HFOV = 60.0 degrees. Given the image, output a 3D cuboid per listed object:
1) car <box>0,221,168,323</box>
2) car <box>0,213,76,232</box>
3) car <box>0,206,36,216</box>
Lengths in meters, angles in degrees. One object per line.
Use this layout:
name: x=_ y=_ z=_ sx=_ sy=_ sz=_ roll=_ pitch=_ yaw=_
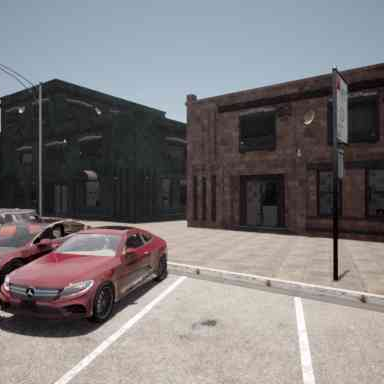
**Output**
car: x=-1.940 y=1.527 z=7.450 sx=2.002 sy=1.452 sz=4.674 roll=1 pitch=-1 yaw=15
car: x=-4.398 y=1.518 z=9.156 sx=2.163 sy=1.488 sz=4.792 roll=1 pitch=-1 yaw=15
car: x=-6.826 y=1.366 z=10.953 sx=2.185 sy=1.767 sz=4.553 roll=1 pitch=-1 yaw=15
